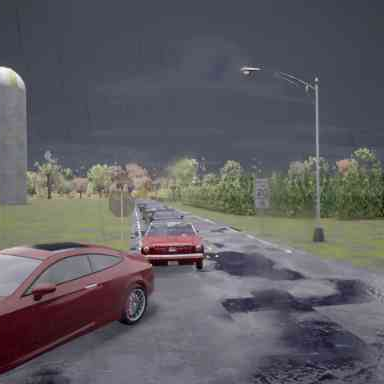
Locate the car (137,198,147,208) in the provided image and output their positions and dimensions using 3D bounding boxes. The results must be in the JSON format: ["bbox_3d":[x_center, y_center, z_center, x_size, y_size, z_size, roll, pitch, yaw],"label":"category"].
[{"bbox_3d":[-5.685,1.738,41.898,2.033,1.411,5.357,-1,0,-11],"label":"car"}]

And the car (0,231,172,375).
[{"bbox_3d":[-2.370,1.557,5.056,1.812,1.442,4.674,0,-1,29],"label":"car"}]

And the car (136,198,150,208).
[{"bbox_3d":[-8.098,1.738,54.765,2.128,1.511,4.902,-1,0,-10],"label":"car"}]

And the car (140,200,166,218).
[{"bbox_3d":[-2.376,1.601,23.452,2.128,1.511,4.902,-1,0,-10],"label":"car"}]

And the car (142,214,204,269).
[{"bbox_3d":[-0.709,1.664,11.370,1.895,1.301,4.718,-1,0,-5],"label":"car"}]

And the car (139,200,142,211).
[{"bbox_3d":[-3.501,1.702,29.871,1.994,1.385,4.181,-1,0,-10],"label":"car"}]

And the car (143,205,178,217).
[{"bbox_3d":[-1.413,1.650,17.817,1.994,1.385,4.181,-1,0,-10],"label":"car"}]
